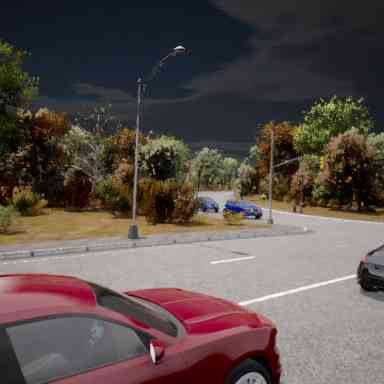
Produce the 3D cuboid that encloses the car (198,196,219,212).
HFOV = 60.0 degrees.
[{"bbox_3d":[1.934,1.694,46.754,2.150,2.045,5.566,3,1,-18],"label":"car"}]

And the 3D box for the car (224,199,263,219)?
[{"bbox_3d":[5.576,1.851,36.826,2.150,2.045,5.566,3,-1,-23],"label":"car"}]

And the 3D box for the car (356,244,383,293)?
[{"bbox_3d":[5.800,1.665,7.936,4.181,1.385,1.994,1,-1,-35],"label":"car"}]

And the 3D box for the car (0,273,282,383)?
[{"bbox_3d":[-1.349,1.479,2.783,5.008,1.535,1.882,0,0,-36],"label":"car"}]
